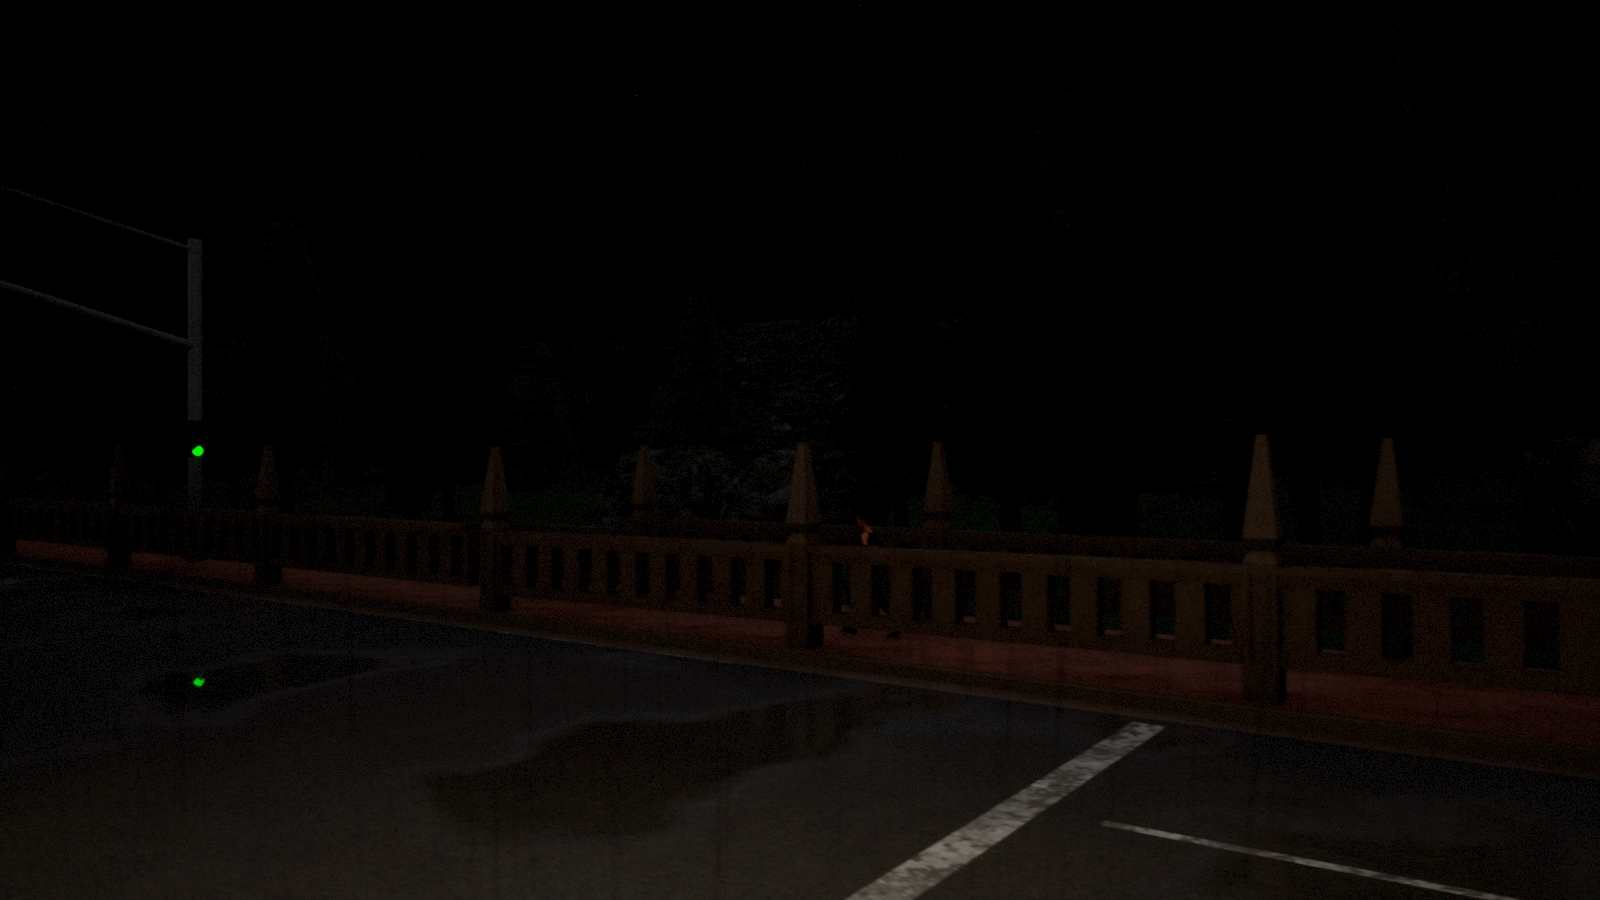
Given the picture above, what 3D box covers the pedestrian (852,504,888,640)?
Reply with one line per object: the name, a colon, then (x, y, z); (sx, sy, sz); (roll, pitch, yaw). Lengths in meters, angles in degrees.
pedestrian: (0.986, 1.701, 16.093); (0.375, 1.860, 0.375); (0, 0, 35)
